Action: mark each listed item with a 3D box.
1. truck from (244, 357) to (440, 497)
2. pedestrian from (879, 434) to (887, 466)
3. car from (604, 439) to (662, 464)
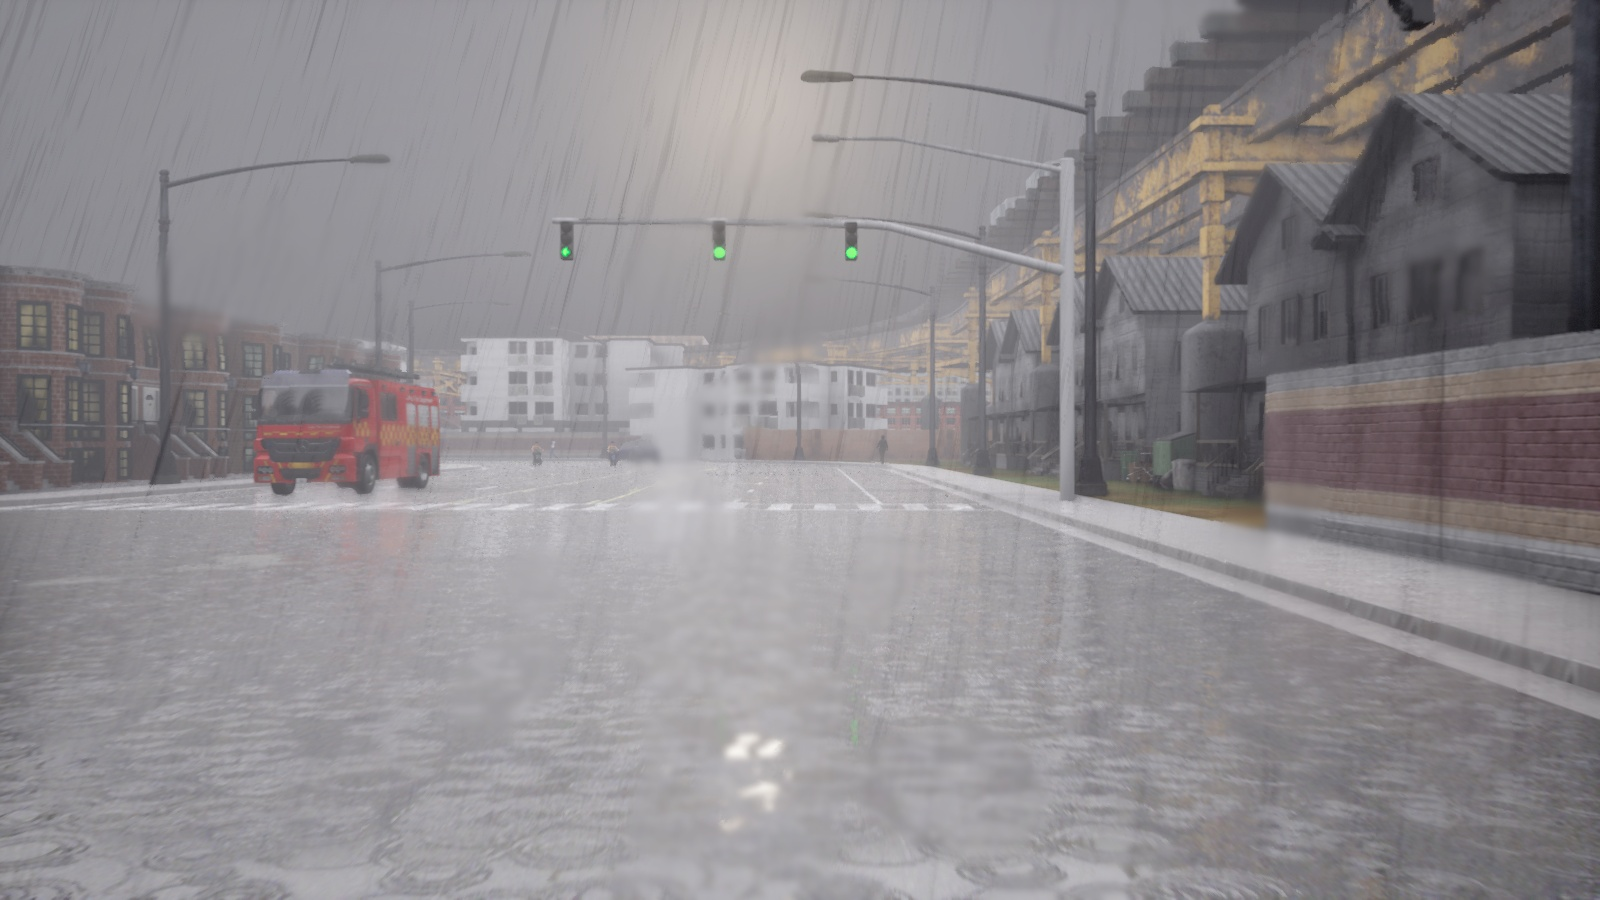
[{"bbox_3d":[-13.758,-0.647,38.622,2.891,3.827,8.468,0,0,0],"label":"truck"},{"bbox_3d":[5.033,-0.023,75.977,0.395,1.930,0.692,0,0,-3],"label":"pedestrian"},{"bbox_3d":[-12.306,0.074,92.464,2.097,1.767,4.553,0,0,-41],"label":"car"}]
